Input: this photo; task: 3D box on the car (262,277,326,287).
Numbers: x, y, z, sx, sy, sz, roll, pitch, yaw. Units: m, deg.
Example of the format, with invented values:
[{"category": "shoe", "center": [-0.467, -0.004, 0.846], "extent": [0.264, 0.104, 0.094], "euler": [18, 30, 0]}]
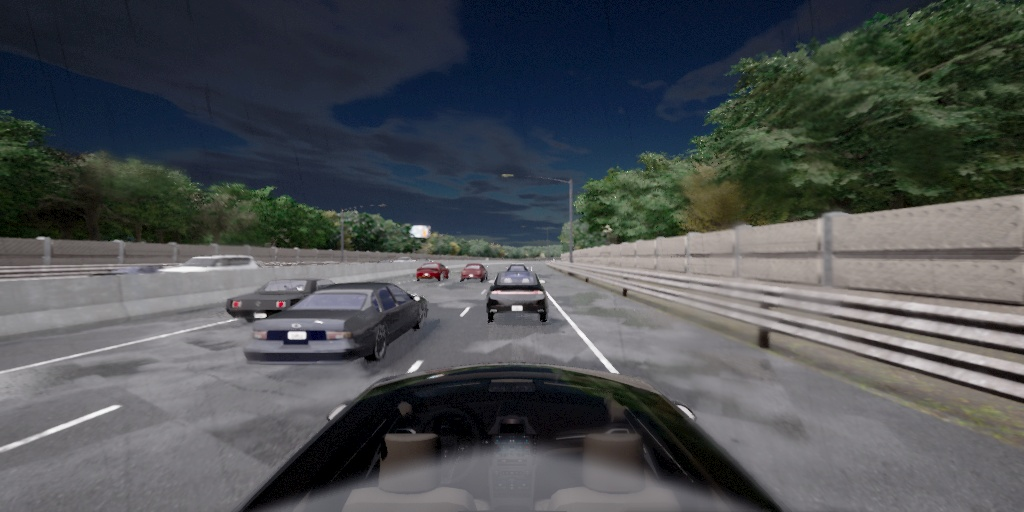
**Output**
[{"category": "car", "center": [-6.841, 1.359, 12.020], "extent": [1.895, 1.301, 4.718], "euler": [0, 0, 1]}]

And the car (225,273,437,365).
[{"category": "car", "center": [-3.372, 1.301, 8.158], "extent": [2.033, 1.411, 5.357], "euler": [0, 0, 0]}]

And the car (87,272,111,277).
[{"category": "car", "center": [-24.383, 1.322, 23.486], "extent": [2.033, 1.411, 5.357], "euler": [0, 0, 1]}]

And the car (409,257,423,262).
[{"category": "car", "center": [-15.899, 1.336, 63.159], "extent": [2.097, 1.767, 4.553], "euler": [0, -1, 3]}]

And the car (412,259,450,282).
[{"category": "car", "center": [-6.532, 1.284, 30.091], "extent": [1.882, 1.535, 5.008], "euler": [0, 0, 1]}]

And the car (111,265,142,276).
[{"category": "car", "center": [-20.907, 1.374, 22.024], "extent": [1.895, 1.301, 4.718], "euler": [0, 0, 1]}]

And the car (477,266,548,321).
[{"category": "car", "center": [0.167, 1.254, 12.441], "extent": [2.128, 1.511, 4.902], "euler": [0, 0, 1]}]

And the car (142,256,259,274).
[{"category": "car", "center": [-17.427, 0.995, 20.888], "extent": [2.150, 2.045, 5.566], "euler": [0, 0, 1]}]

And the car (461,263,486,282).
[{"category": "car", "center": [-3.058, 1.334, 29.523], "extent": [1.812, 1.442, 4.674], "euler": [0, 0, 1]}]
